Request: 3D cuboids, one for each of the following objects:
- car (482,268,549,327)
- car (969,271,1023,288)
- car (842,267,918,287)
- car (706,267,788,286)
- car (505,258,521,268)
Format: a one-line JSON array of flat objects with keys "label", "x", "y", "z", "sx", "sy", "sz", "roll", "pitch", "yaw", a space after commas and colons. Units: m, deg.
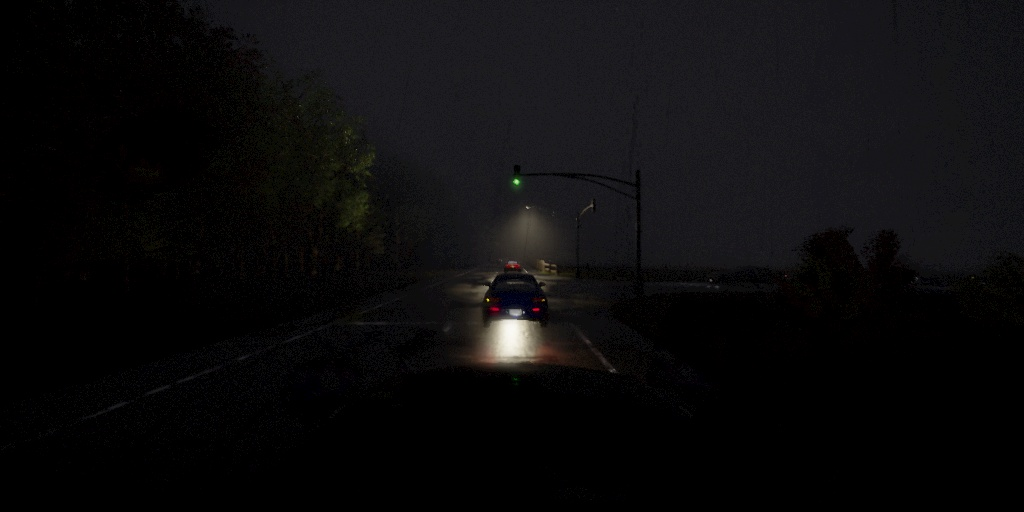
[{"label": "car", "x": 0.098, "y": 1.262, "z": 11.342, "sx": 1.812, "sy": 1.442, "sz": 4.674, "roll": 0, "pitch": 0, "yaw": 0}, {"label": "car", "x": 38.045, "y": 1.784, "z": 27.251, "sx": 4.718, "sy": 1.301, "sz": 1.895, "roll": 1, "pitch": -1, "yaw": 0}, {"label": "car", "x": 27.794, "y": 1.561, "z": 27.304, "sx": 4.902, "sy": 1.511, "sz": 2.128, "roll": 1, "pitch": -1, "yaw": 0}, {"label": "car", "x": 17.867, "y": 1.508, "z": 27.367, "sx": 5.357, "sy": 1.411, "sz": 2.033, "roll": 1, "pitch": -1, "yaw": 1}, {"label": "car", "x": 0.090, "y": 1.247, "z": 45.237, "sx": 1.994, "sy": 1.385, "sz": 4.181, "roll": 0, "pitch": 0, "yaw": 0}]
